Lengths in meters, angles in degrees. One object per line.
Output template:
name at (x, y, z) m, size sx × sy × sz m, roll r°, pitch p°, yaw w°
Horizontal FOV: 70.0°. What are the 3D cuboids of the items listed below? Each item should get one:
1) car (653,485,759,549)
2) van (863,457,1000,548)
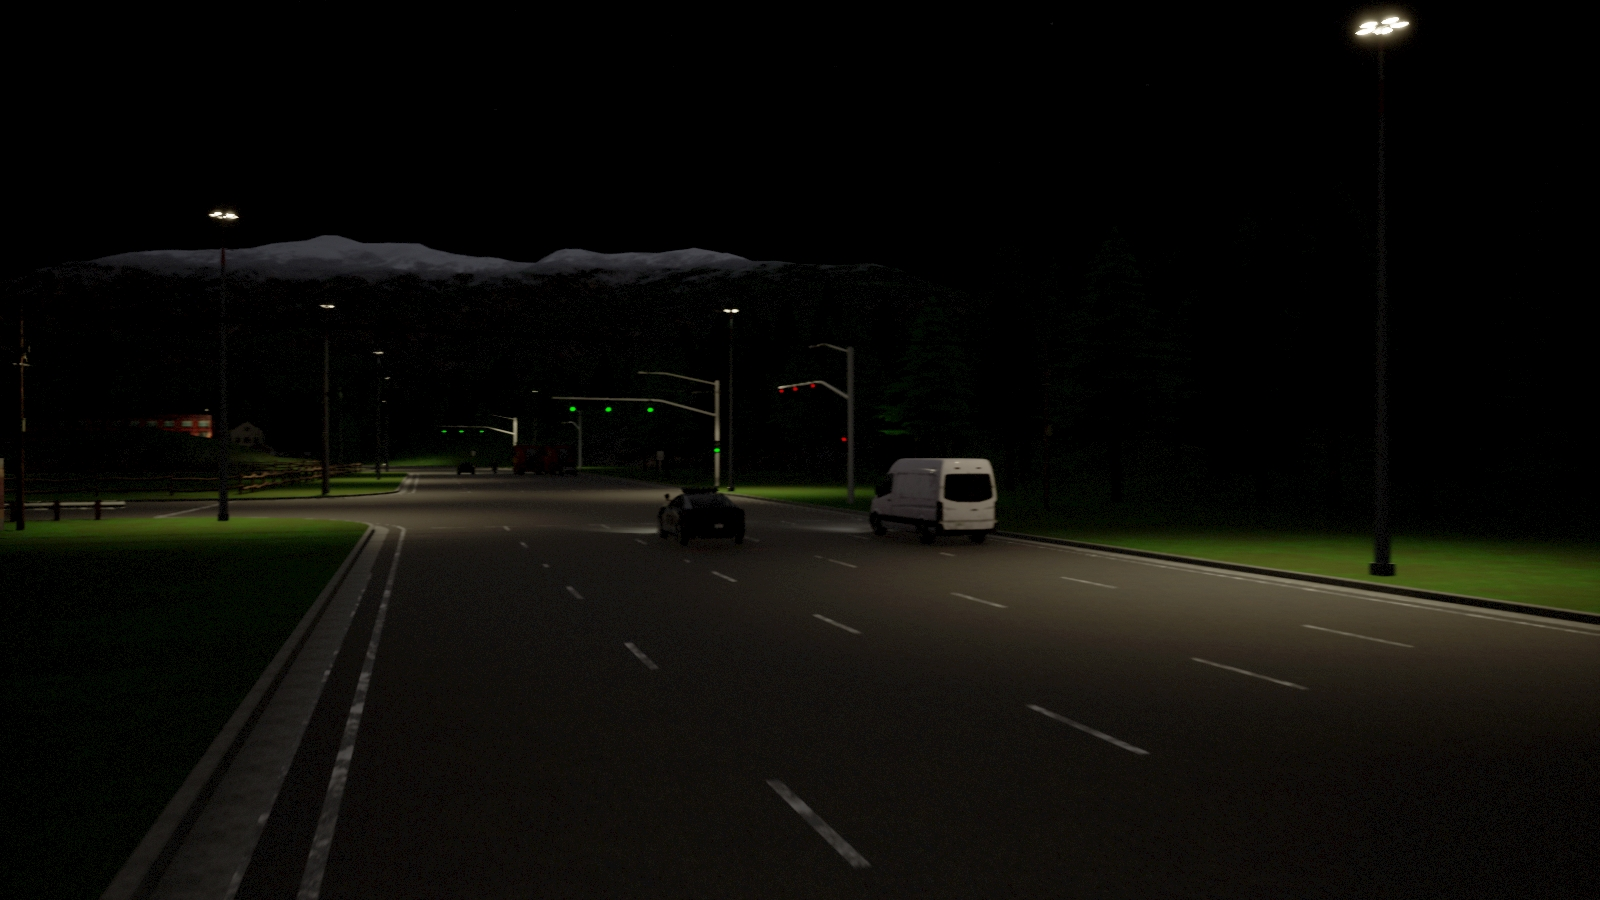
car at (-3.001, 1.986, 35.321) m, size 2.097 × 1.638 × 5.238 m, roll 0°, pitch 0°, yaw -18°
van at (4.008, 1.530, 36.022) m, size 1.988 × 2.561 × 5.915 m, roll 0°, pitch 0°, yaw -18°
